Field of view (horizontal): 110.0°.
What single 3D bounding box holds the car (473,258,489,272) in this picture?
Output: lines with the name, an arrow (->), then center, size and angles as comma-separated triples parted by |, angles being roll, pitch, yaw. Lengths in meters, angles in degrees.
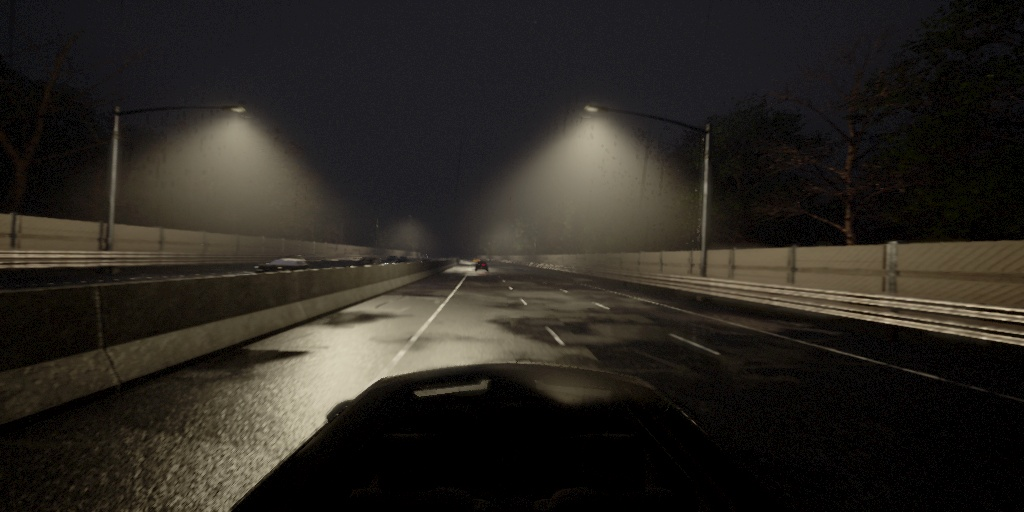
car -> -4.349, 1.468, 51.203 | 1.837, 1.490, 4.892 | 2, -3, -5

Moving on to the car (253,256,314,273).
car -> -16.078, 0.846, 25.496 | 1.895, 1.301, 4.718 | 2, 0, -5

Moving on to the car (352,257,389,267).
car -> -13.241, 0.931, 33.185 | 1.837, 1.490, 4.892 | 2, -1, -5
